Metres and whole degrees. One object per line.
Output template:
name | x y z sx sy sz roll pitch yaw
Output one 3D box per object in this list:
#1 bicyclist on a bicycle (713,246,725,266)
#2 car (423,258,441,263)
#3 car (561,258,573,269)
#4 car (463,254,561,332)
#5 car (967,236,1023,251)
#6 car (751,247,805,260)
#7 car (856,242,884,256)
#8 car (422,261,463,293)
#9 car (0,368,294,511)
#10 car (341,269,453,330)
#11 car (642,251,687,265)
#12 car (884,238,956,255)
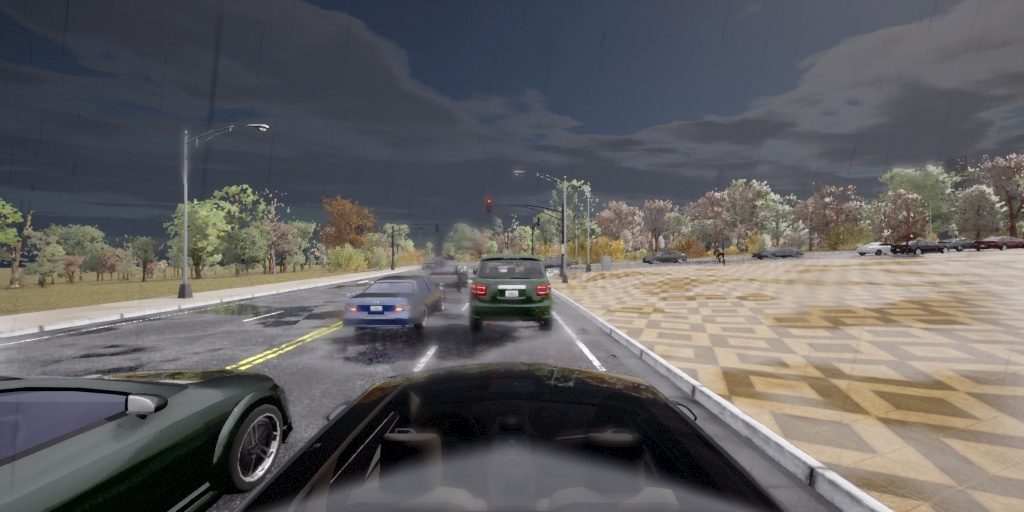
bicyclist on a bicycle | 17.409 0.005 30.187 0.582 1.620 1.656 -2 0 -3
car | -12.527 1.407 54.823 1.994 1.385 4.181 0 0 -5
car | 4.317 0.803 40.157 4.902 1.511 2.128 -3 0 -8
car | -0.060 0.977 11.089 2.150 2.045 5.566 0 0 -1
car | 51.168 -1.315 37.416 5.008 1.535 1.882 -3 0 -7
car | 31.156 -0.361 42.031 5.357 1.411 2.033 -3 0 -4
car | 40.587 -0.804 39.485 4.674 1.442 1.812 -3 0 -6
car | -3.617 1.257 20.839 2.128 1.511 4.902 0 0 0
car | -3.173 1.314 1.870 1.994 1.385 4.181 0 0 0
car | -3.308 1.303 11.092 2.033 1.411 5.357 0 0 -1
car | 17.470 0.219 41.116 4.892 1.490 1.837 -2 0 -3
car | 41.249 -0.878 36.286 5.008 1.535 1.882 -3 0 -5
